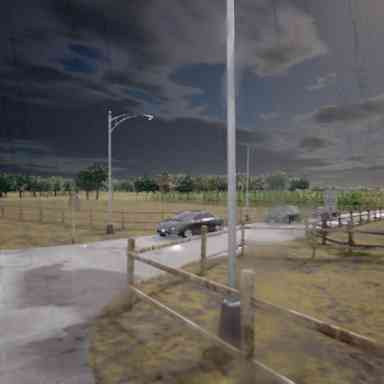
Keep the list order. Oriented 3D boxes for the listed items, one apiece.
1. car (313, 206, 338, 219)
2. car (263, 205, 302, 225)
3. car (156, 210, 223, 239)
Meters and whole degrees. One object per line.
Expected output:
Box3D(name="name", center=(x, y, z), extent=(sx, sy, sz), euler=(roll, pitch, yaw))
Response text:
Box3D(name="car", center=(16.140, 2.449, 40.131), extent=(1.837, 1.490, 4.892), euler=(1, -1, 39))
Box3D(name="car", center=(8.202, 1.978, 29.968), extent=(2.097, 1.767, 4.553), euler=(1, -1, 38))
Box3D(name="car", center=(-0.019, 1.836, 19.394), extent=(1.837, 1.490, 4.892), euler=(1, -1, 38))
